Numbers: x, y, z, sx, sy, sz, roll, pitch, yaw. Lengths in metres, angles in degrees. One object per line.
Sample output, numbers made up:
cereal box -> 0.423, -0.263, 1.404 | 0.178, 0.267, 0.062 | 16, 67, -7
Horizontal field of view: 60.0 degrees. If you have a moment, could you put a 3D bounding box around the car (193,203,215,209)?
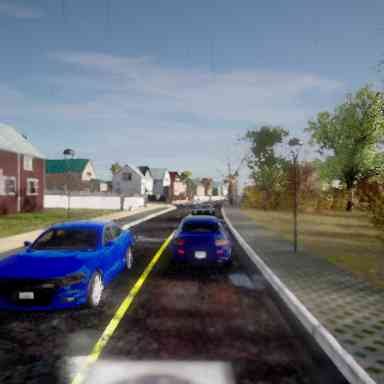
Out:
car -> 0.985, 1.617, 28.164 | 1.895, 1.301, 4.718 | 0, 0, 3

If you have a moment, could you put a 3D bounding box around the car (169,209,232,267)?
car -> 0.283, 1.519, 11.239 | 1.812, 1.442, 4.674 | 0, 0, 1

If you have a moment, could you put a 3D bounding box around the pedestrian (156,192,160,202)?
pedestrian -> -6.175, 0.913, 60.191 | 0.375, 1.860, 0.375 | 0, -3, 5

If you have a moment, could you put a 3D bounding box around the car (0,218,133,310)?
car -> -2.736, 1.470, 8.091 | 1.882, 1.535, 5.008 | 0, 0, 1
